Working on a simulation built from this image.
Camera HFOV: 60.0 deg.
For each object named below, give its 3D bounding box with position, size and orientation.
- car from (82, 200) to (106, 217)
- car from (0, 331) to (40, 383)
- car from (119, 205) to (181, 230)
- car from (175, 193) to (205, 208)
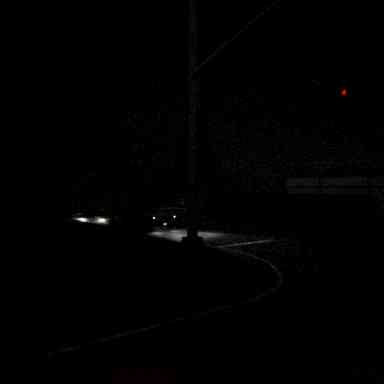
[{"bbox_3d":[-9.285,1.478,31.546,1.882,1.535,5.008,0,1,-15],"label":"car"},{"bbox_3d":[-3.185,1.601,1.408,4.718,1.301,1.895,0,0,-32],"label":"car"},{"bbox_3d":[-2.915,1.601,21.628,1.895,1.301,4.718,0,0,-37],"label":"car"},{"bbox_3d":[0.048,1.206,49.898,5.566,2.045,2.150,0,0,-39],"label":"car"}]
